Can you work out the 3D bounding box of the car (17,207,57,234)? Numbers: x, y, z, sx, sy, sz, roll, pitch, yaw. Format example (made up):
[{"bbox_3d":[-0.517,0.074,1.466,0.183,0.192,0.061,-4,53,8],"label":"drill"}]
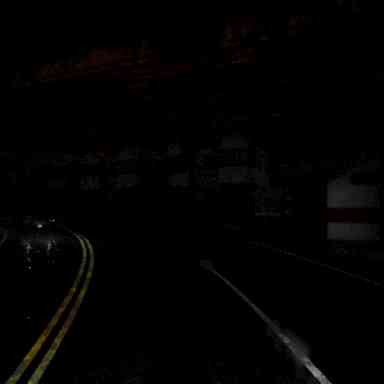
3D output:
[{"bbox_3d":[-9.557,1.670,20.465,2.128,1.511,4.902,0,-1,-29],"label":"car"}]
